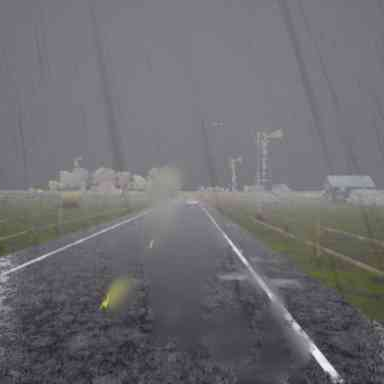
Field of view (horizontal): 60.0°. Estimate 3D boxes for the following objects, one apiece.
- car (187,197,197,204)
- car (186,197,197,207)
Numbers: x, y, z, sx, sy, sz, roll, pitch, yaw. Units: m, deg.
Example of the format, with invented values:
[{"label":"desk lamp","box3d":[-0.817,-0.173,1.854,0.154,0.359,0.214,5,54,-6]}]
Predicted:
[{"label":"car","box3d":[-0.017,1.750,67.854,1.994,1.385,4.181,0,0,0]},{"label":"car","box3d":[-0.014,1.831,57.879,1.895,1.301,4.718,0,0,0]}]
